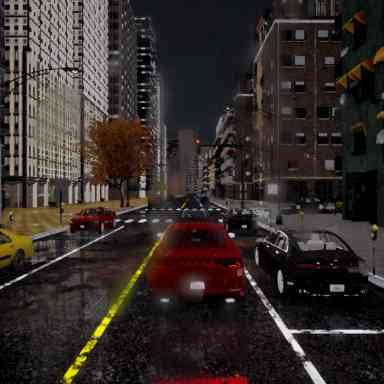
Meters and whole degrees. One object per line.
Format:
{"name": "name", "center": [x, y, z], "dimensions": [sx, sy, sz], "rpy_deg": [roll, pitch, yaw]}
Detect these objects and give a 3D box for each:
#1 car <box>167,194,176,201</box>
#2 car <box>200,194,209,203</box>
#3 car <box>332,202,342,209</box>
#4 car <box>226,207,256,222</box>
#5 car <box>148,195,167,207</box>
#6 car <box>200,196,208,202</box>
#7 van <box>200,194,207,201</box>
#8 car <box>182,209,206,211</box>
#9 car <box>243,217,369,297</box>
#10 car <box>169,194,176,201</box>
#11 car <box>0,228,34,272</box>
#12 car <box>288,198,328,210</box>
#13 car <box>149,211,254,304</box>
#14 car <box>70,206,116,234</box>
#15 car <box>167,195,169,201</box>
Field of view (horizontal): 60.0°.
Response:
{"name": "car", "center": [-5.568, 1.409, 90.484], "dimensions": [2.192, 1.841, 5.009], "rpy_deg": [0, 0, 0]}
{"name": "car", "center": [2.791, 1.629, 73.903], "dimensions": [1.947, 1.339, 4.313], "rpy_deg": [0, 0, 0]}
{"name": "car", "center": [18.876, 1.259, 38.862], "dimensions": [4.829, 1.417, 1.752], "rpy_deg": [-1, 1, 0]}
{"name": "car", "center": [2.715, 1.555, 19.424], "dimensions": [2.008, 1.369, 4.403], "rpy_deg": [0, 0, 0]}
{"name": "car", "center": [-5.621, 1.349, 51.824], "dimensions": [2.192, 1.841, 5.009], "rpy_deg": [0, 0, 0]}
{"name": "car", "center": [2.798, 1.598, 79.596], "dimensions": [1.752, 1.417, 4.829], "rpy_deg": [0, 0, 0]}
{"name": "van", "center": [2.805, 1.424, 84.950], "dimensions": [1.690, 1.788, 3.998], "rpy_deg": [0, 0, 0]}
{"name": "car", "center": [0.112, 1.605, 18.354], "dimensions": [1.895, 1.301, 4.718], "rpy_deg": [0, 0, 0]}
{"name": "car", "center": [2.700, 1.551, 8.358], "dimensions": [2.008, 1.369, 4.403], "rpy_deg": [0, 0, 0]}
{"name": "car", "center": [-5.575, 1.649, 84.962], "dimensions": [1.947, 1.339, 4.313], "rpy_deg": [0, 0, 0]}
{"name": "car", "center": [-5.680, 1.526, 8.200], "dimensions": [1.752, 1.417, 4.829], "rpy_deg": [0, 0, 0]}
{"name": "car", "center": [13.479, 1.359, 38.815], "dimensions": [4.403, 1.369, 2.008], "rpy_deg": [-1, 1, 0]}
{"name": "car", "center": [0.102, 1.478, 8.263], "dimensions": [1.882, 1.535, 5.008], "rpy_deg": [0, 0, 0]}
{"name": "car", "center": [-5.665, 1.549, 19.436], "dimensions": [1.887, 1.381, 4.507], "rpy_deg": [0, 0, 0]}
{"name": "car", "center": [-5.613, 1.607, 57.347], "dimensions": [1.947, 1.339, 4.313], "rpy_deg": [0, 0, 0]}
